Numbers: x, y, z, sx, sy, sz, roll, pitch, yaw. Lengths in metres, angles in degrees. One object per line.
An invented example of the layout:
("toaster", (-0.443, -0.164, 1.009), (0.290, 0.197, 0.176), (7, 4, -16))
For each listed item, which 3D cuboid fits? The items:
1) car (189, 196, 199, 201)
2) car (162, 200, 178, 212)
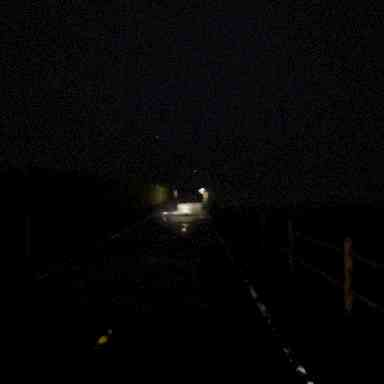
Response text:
("car", (0.141, 1.808, 90.912), (2.128, 1.511, 4.902), (0, 0, 0))
("car", (-2.776, 1.783, 43.163), (2.033, 1.411, 5.357), (0, 0, 0))
